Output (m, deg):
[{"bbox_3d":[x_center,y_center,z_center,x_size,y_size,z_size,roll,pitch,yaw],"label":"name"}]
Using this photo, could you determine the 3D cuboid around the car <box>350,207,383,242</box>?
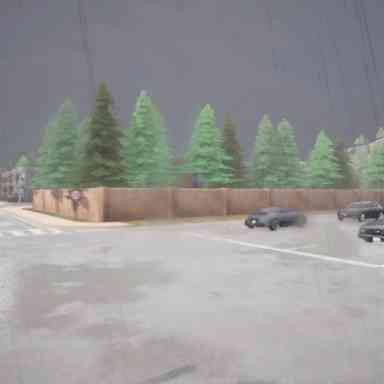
[{"bbox_3d":[9.768,1.556,15.237,5.357,1.411,2.033,0,0,-35],"label":"car"}]

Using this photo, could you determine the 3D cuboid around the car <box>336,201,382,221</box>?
[{"bbox_3d":[13.463,1.518,26.453,4.892,1.490,1.837,0,0,-35],"label":"car"}]

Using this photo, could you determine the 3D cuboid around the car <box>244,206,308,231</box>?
[{"bbox_3d":[5.244,1.572,20.605,4.181,1.385,1.994,0,0,-35],"label":"car"}]
